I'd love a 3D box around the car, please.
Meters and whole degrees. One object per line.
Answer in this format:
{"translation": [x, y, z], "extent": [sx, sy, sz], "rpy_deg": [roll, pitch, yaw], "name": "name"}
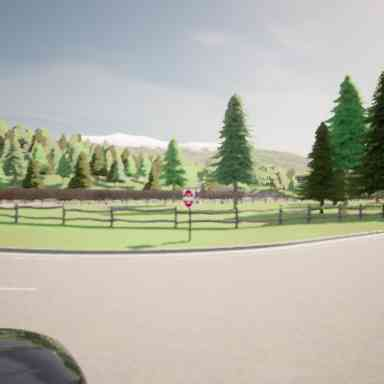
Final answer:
{"translation": [-2.992, 1.492, 1.615], "extent": [4.892, 1.490, 1.837], "rpy_deg": [1, 0, -35], "name": "car"}
